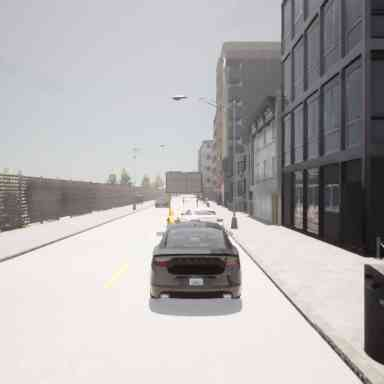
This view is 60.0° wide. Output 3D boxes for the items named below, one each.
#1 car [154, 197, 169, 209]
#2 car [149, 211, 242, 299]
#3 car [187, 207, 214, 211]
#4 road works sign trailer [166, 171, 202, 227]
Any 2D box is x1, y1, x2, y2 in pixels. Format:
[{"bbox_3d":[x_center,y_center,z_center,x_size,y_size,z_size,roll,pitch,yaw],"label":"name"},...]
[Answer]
[{"bbox_3d":[-4.146,1.504,46.317,1.837,1.490,4.892,0,0,0],"label":"car"},{"bbox_3d":[0.072,1.478,8.508,1.882,1.535,5.008,0,0,0],"label":"car"},{"bbox_3d":[0.429,1.539,17.859,1.812,1.442,4.674,0,-1,-9],"label":"car"},{"bbox_3d":[-0.565,0.464,21.340,2.380,3.560,2.880,0,0,-17],"label":"road works sign trailer"}]
